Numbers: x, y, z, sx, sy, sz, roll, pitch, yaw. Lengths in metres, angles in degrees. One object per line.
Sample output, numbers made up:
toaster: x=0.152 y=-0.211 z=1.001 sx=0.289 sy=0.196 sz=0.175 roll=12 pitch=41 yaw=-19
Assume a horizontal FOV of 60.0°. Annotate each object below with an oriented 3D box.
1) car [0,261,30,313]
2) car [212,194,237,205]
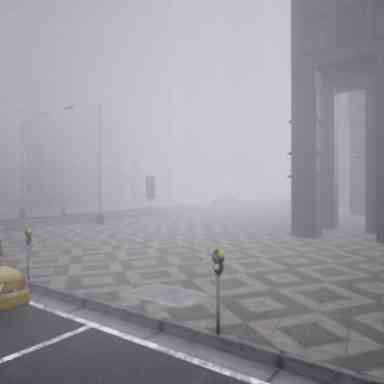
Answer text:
car: x=-5.118 y=1.567 z=6.616 sx=4.829 sy=1.417 sz=1.752 roll=0 pitch=0 yaw=35
car: x=4.536 y=0.953 z=45.250 sx=1.812 sy=1.442 sz=4.674 roll=0 pitch=1 yaw=36
